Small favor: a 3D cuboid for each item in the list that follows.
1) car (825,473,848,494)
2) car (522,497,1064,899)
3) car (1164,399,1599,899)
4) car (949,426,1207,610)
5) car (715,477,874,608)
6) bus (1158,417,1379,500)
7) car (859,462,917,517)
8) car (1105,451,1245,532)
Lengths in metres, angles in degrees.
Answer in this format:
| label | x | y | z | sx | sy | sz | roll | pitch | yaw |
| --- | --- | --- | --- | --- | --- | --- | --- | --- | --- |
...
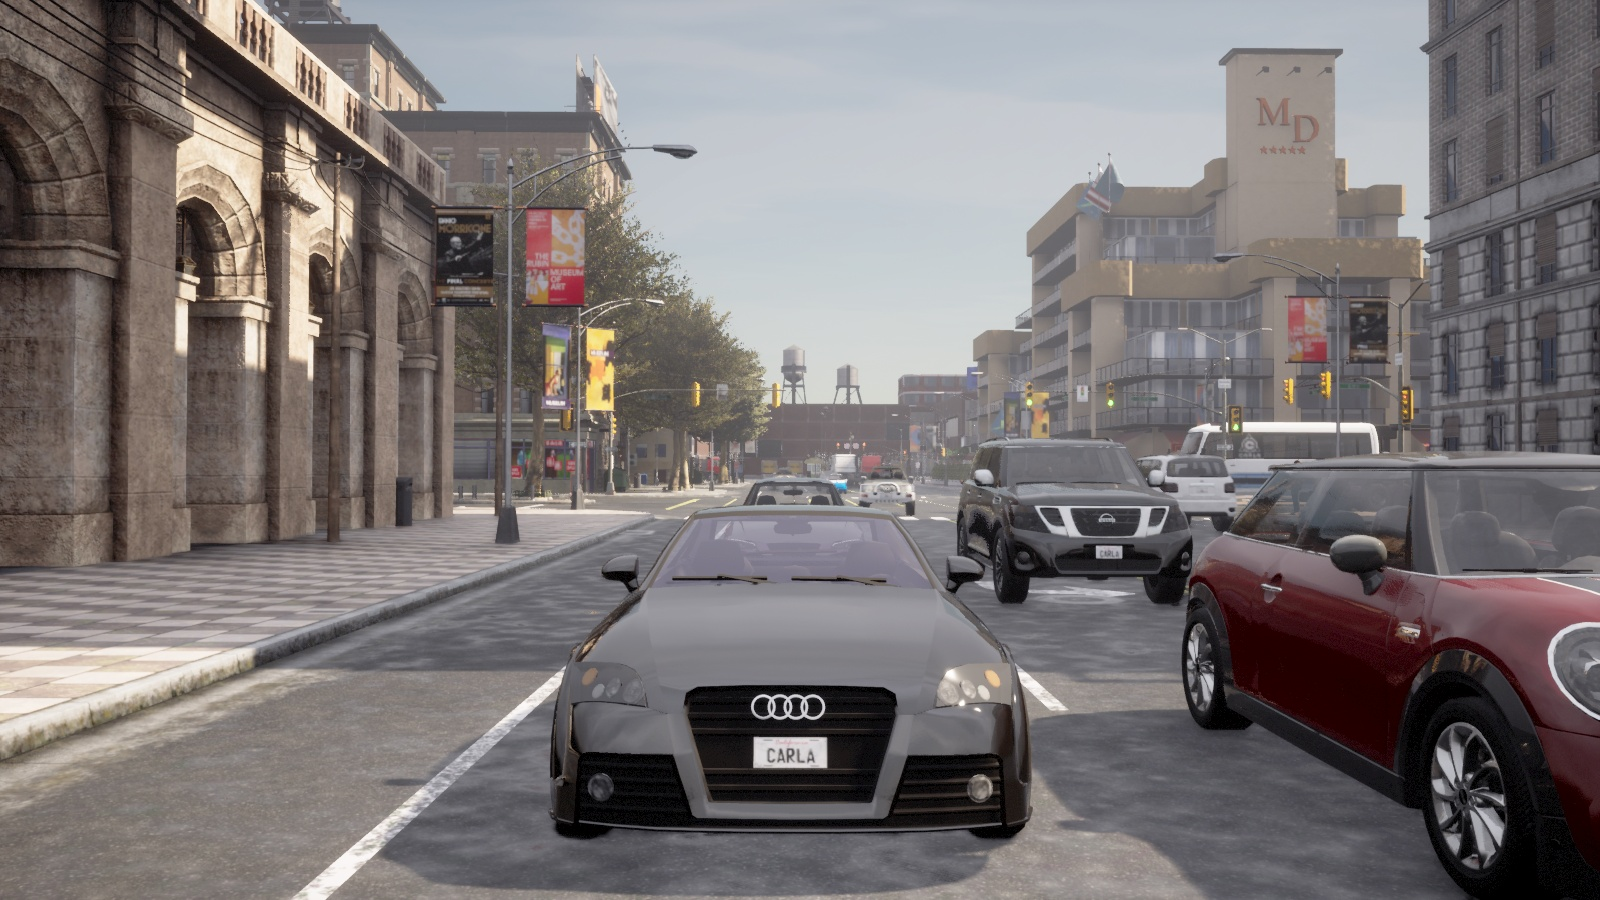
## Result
| label | x | y | z | sx | sy | sz | roll | pitch | yaw |
| --- | --- | --- | --- | --- | --- | --- | --- | --- | --- |
| car | 2.497 | 2.302 | 86.116 | 1.481 | 1.376 | 2.207 | 0 | -1 | -1 |
| car | -0.032 | 0.991 | 6.719 | 1.994 | 1.385 | 4.181 | 0 | -1 | 0 |
| car | 3.469 | 0.760 | 5.993 | 2.097 | 1.767 | 4.553 | 0 | -1 | 0 |
| car | 3.426 | 0.801 | 16.761 | 2.150 | 2.045 | 5.566 | 0 | -1 | 0 |
| car | -0.072 | 1.105 | 16.502 | 1.816 | 1.474 | 4.193 | 0 | -1 | 0 |
| bus | 24.795 | 0.460 | 66.964 | 10.273 | 4.253 | 3.944 | 0 | -1 | -1 |
| car | 3.134 | 1.371 | 44.924 | 1.932 | 1.855 | 4.605 | 0 | -1 | 4 |
| car | 10.235 | 1.078 | 34.793 | 2.150 | 2.045 | 5.566 | 0 | -1 | -1 |
